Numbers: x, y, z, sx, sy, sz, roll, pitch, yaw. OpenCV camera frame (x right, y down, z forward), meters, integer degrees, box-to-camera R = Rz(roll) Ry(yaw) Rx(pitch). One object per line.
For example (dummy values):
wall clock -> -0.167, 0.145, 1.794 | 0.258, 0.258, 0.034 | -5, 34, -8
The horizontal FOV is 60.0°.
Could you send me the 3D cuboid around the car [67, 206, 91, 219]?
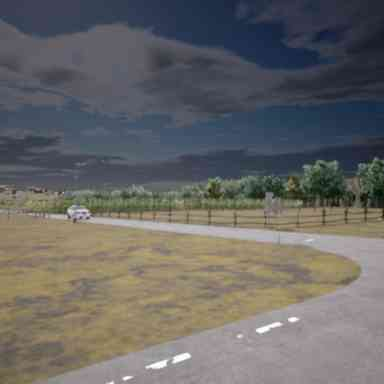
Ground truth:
car -> -17.364, 3.130, 50.893 | 2.150, 2.045, 5.566 | 2, -3, -35
